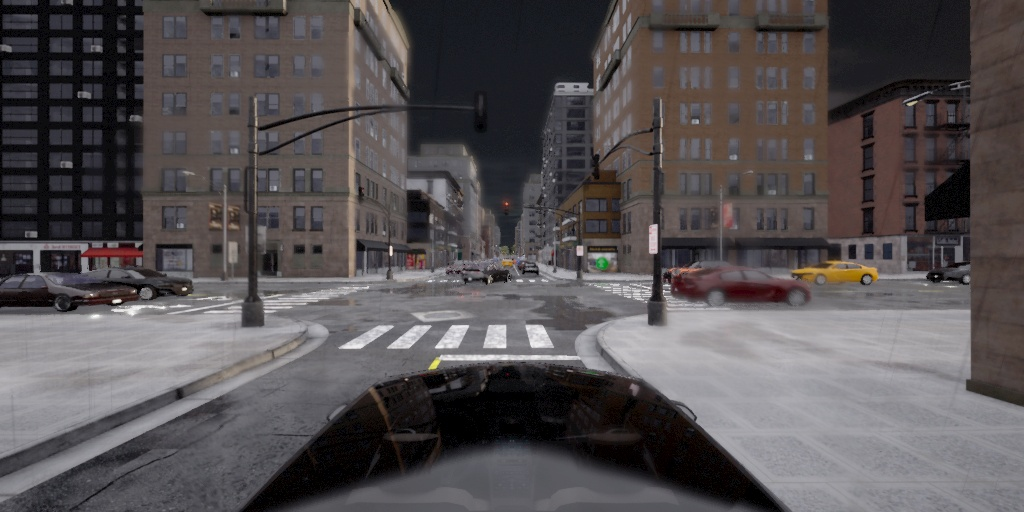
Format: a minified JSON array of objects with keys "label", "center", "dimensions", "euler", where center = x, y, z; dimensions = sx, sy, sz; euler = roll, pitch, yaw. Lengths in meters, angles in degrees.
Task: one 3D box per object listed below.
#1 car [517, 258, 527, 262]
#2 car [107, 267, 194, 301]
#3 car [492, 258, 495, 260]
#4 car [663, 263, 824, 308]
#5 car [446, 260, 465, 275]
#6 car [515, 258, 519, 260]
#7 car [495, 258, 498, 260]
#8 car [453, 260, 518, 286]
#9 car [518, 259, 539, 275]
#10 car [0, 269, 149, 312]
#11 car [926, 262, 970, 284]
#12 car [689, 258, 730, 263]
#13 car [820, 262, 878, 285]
[{"label":"car","center":[1.894,1.389,50.637],"dimensions":[1.802,1.307,4.207],"euler":[0,0,0]},{"label":"car","center":[-18.156,1.290,17.121],"dimensions":[5.008,1.535,1.882],"euler":[1,0,-1]},{"label":"car","center":[-3.564,1.306,47.340],"dimensions":[1.837,1.490,4.892],"euler":[0,0,0]},{"label":"car","center":[8.987,1.176,14.232],"dimensions":[5.008,1.535,1.882],"euler":[0,0,-1]},{"label":"car","center":[-6.041,1.228,39.550],"dimensions":[1.967,1.591,4.097],"euler":[0,0,0]},{"label":"car","center":[1.849,1.384,56.147],"dimensions":[1.948,1.339,4.313],"euler":[0,0,0]},{"label":"car","center":[-3.637,1.422,57.479],"dimensions":[1.895,1.301,4.718],"euler":[0,0,0]},{"label":"car","center":[-1.686,1.256,25.017],"dimensions":[2.128,1.511,4.902],"euler":[0,0,24]},{"label":"car","center":[1.984,1.354,39.615],"dimensions":[1.948,1.339,4.313],"euler":[0,0,0]},{"label":"car","center":[-17.809,1.351,13.903],"dimensions":[5.357,1.411,2.033],"euler":[0,0,3]},{"label":"car","center":[31.345,1.128,24.475],"dimensions":[4.892,1.490,1.837],"euler":[0,0,-1]},{"label":"car","center":[12.677,1.054,24.230],"dimensions":[4.553,1.767,2.097],"euler":[0,0,-1]},{"label":"car","center":[21.780,1.141,24.353],"dimensions":[5.008,1.535,1.882],"euler":[0,0,-1]}]
